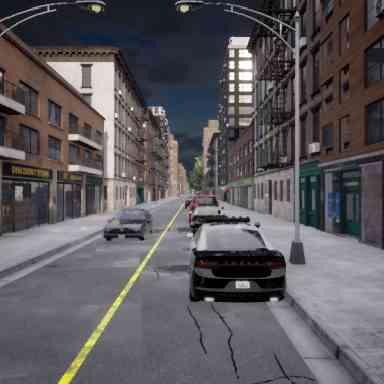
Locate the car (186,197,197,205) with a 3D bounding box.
[{"bbox_3d":[-0.092,1.630,59.873,1.994,1.385,4.181,0,0,0],"label":"car"}]

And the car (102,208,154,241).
[{"bbox_3d":[-3.026,1.554,16.941,2.033,1.411,5.357,0,0,0],"label":"car"}]

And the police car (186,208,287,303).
[{"bbox_3d":[0.887,1.427,8.427,1.930,1.638,5.238,0,0,0],"label":"police car"}]

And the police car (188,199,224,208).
[{"bbox_3d":[0.872,1.434,18.427,1.930,1.638,5.238,0,0,0],"label":"police car"}]

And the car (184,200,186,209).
[{"bbox_3d":[-0.058,1.548,46.482,1.837,1.490,4.892,0,0,0],"label":"car"}]

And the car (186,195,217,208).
[{"bbox_3d":[0.863,1.239,24.348,2.150,2.045,5.566,0,0,0],"label":"car"}]
